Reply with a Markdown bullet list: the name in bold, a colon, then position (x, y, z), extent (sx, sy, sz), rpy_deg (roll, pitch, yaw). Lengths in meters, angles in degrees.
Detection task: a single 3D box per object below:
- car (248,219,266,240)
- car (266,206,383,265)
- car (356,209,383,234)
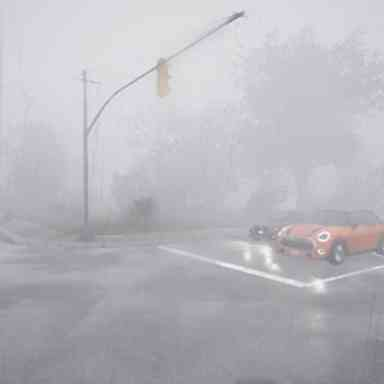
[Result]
- **car**: position (4.678, 1.635, 15.915), extent (4.181, 1.385, 1.994), rpy_deg (1, -1, -35)
- **car**: position (5.112, 1.391, 11.929), extent (4.553, 1.767, 2.097), rpy_deg (1, -1, -35)
- **car**: position (13.348, 1.933, 22.094), extent (5.357, 1.411, 2.033), rpy_deg (3, -2, -35)
